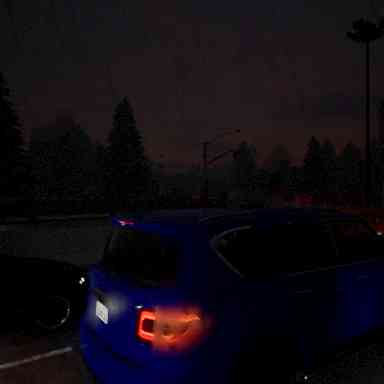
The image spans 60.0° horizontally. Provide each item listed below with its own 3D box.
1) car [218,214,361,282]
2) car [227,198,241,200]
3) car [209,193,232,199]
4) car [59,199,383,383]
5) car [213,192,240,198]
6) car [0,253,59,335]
[{"bbox_3d":[3.063,1.513,10.201,4.181,1.385,1.994,-1,0,-34],"label":"car"},{"bbox_3d":[5.082,1.419,29.071,4.181,1.385,1.994,0,0,-38],"label":"car"},{"bbox_3d":[3.236,1.306,48.976,1.812,1.442,4.674,-1,0,-35],"label":"car"},{"bbox_3d":[1.342,1.205,4.685,5.566,2.045,2.150,-1,0,-35],"label":"car"},{"bbox_3d":[5.237,0.974,52.194,2.150,2.045,5.566,-1,0,-35],"label":"car"},{"bbox_3d":[-3.782,1.564,5.339,4.181,1.385,1.994,0,0,-36],"label":"car"}]
